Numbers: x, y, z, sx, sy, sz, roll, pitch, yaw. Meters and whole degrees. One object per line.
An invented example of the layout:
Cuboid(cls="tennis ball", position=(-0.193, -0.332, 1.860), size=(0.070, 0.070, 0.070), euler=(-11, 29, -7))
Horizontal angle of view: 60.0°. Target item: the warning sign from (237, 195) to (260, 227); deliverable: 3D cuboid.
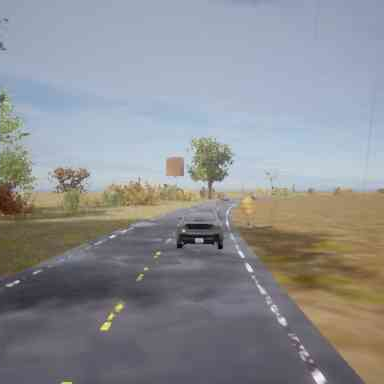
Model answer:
Cuboid(cls="warning sign", position=(3.384, 1.110, 20.037), size=(1.300, 1.860, 1.060), euler=(0, 0, 4))

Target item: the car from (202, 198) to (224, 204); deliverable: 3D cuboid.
Cuboid(cls="car", position=(1.556, 1.554, 29.428), size=(2.033, 1.411, 5.357), euler=(0, 0, 6))

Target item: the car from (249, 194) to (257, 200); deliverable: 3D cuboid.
Cuboid(cls="car", position=(16.693, 1.269, 92.730), size=(2.097, 1.767, 4.553), euler=(0, 0, 19))

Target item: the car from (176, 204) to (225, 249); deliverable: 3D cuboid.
Cuboid(cls="car", position=(0.389, 1.514, 14.554), size=(1.837, 1.490, 4.892), euler=(0, 0, 3))

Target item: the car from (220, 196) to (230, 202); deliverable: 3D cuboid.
Cuboid(cls="car", position=(7.399, 1.522, 76.414), size=(1.895, 1.301, 4.718), euler=(0, 0, 15))
